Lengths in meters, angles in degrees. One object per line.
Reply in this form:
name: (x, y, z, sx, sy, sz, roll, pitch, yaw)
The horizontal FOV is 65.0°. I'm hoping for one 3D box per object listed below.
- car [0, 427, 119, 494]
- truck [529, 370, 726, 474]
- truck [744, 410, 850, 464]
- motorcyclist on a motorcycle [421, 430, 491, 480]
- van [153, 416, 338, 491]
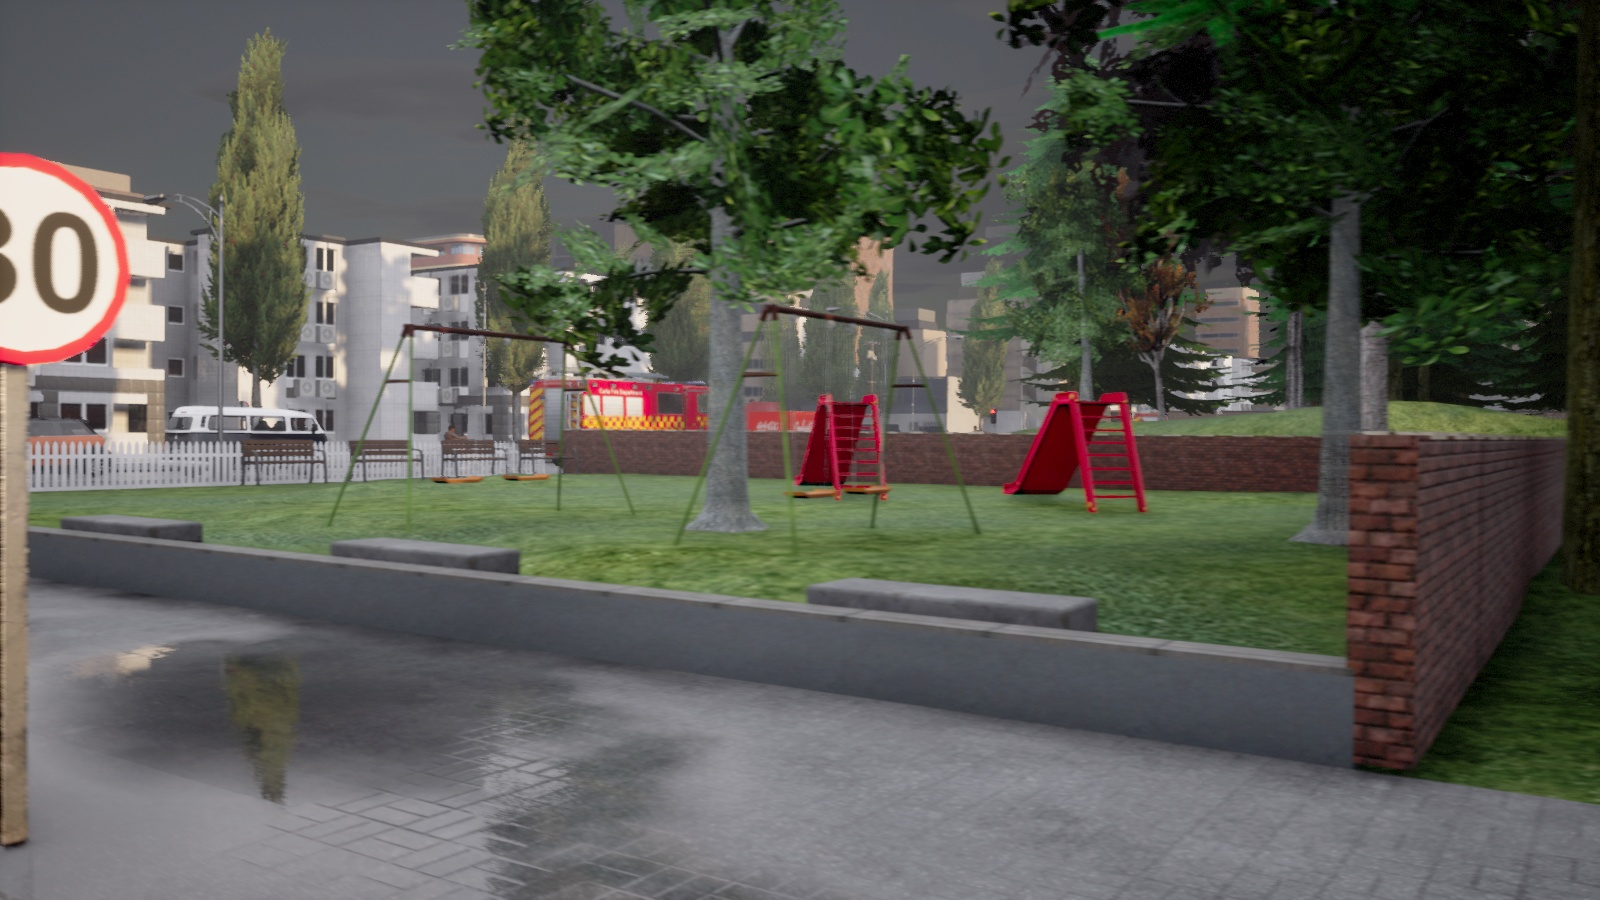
car: (-21.778, 0.265, 34.872, 2.097, 1.767, 4.553, 0, 1, 34)
truck: (-6.687, -1.100, 50.278, 2.891, 3.827, 8.468, 0, 1, 34)
truck: (-0.075, -0.617, 60.187, 2.627, 2.467, 5.204, 0, 1, 34)
motorcyclist on a motorcycle: (-11.691, 0.163, 42.783, 0.766, 1.649, 2.350, 0, 1, 34)
van: (-15.964, 0.062, 36.379, 2.069, 2.038, 4.480, 0, 1, 34)
